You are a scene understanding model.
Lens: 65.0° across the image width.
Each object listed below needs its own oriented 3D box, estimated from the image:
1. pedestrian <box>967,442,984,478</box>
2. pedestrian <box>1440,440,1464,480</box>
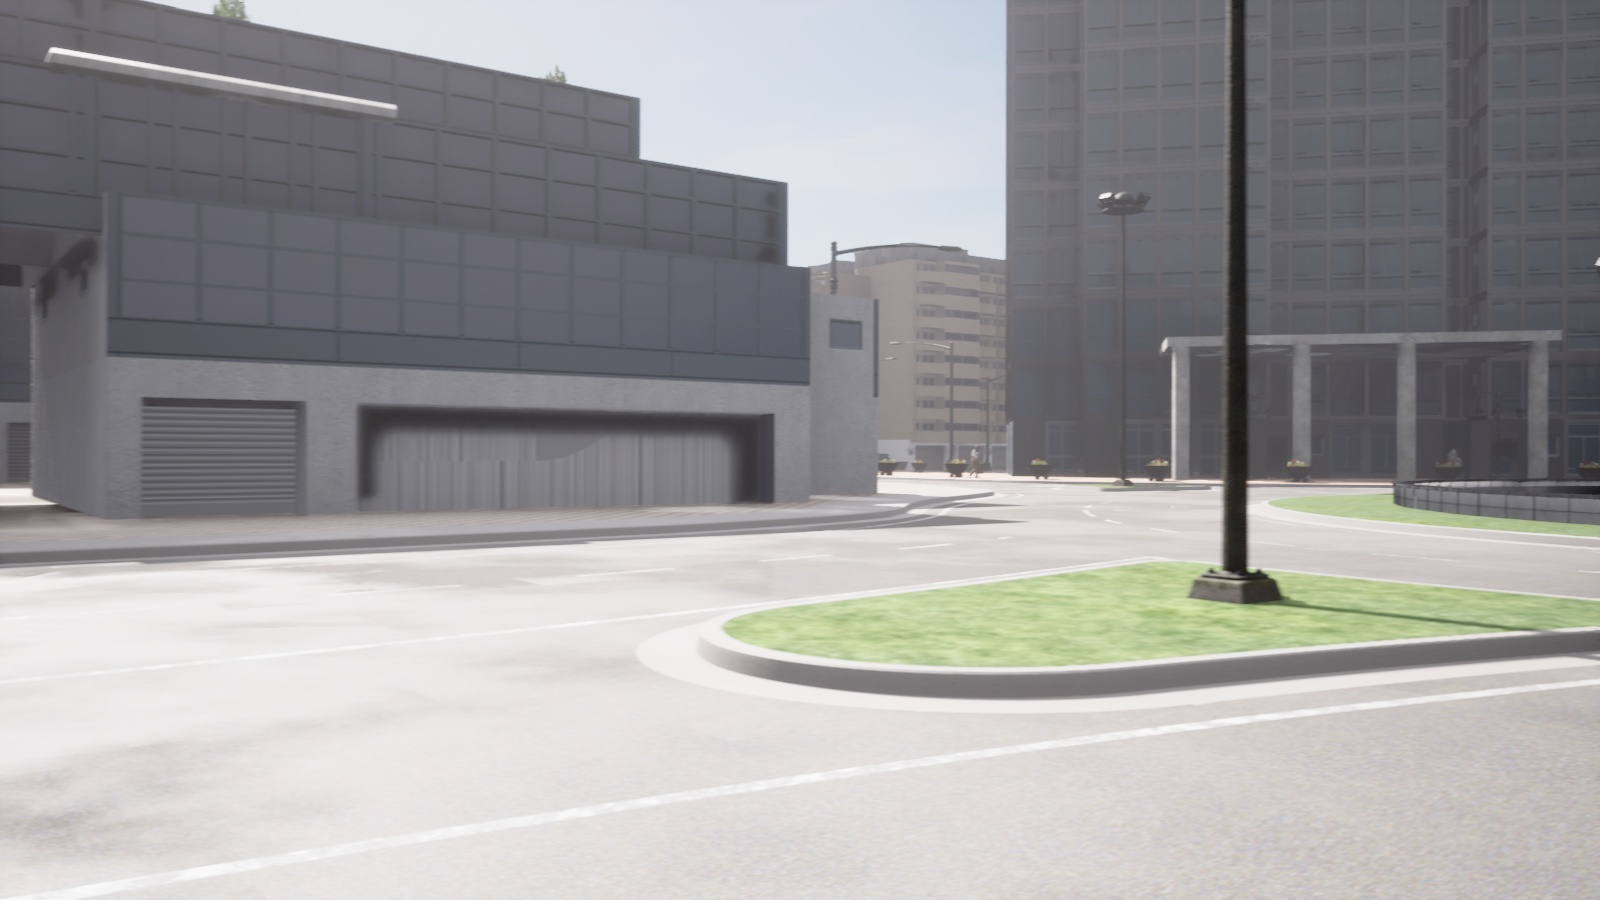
[{"bbox_3d":[9.138,0.503,65.554,0.540,1.848,0.694,0,0,-42],"label":"pedestrian"},{"bbox_3d":[30.374,0.456,58.515,0.900,1.855,0.874,0,0,20],"label":"pedestrian"}]
